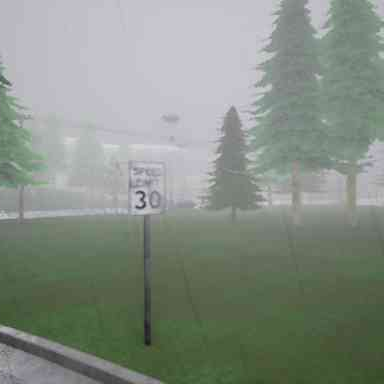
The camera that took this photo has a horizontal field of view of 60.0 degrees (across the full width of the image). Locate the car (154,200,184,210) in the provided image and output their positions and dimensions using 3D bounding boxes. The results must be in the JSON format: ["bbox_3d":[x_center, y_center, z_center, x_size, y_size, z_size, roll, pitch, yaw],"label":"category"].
[{"bbox_3d":[-3.373,1.866,49.157,4.181,1.385,1.994,0,0,-41],"label":"car"}]

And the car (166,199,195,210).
[{"bbox_3d":[-1.755,1.771,47.337,4.902,1.511,2.128,0,-1,-44],"label":"car"}]
